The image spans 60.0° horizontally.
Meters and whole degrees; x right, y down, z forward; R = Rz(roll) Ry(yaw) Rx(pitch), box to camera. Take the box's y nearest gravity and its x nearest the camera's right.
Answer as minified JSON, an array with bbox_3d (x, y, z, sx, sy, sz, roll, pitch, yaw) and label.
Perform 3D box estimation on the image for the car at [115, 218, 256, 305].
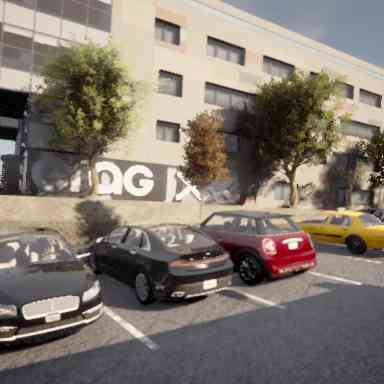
[{"bbox_3d":[-1.057,1.460,8.205,2.231,1.521,4.892,0,0,-36],"label":"car"}]

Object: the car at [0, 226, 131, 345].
[{"bbox_3d":[-3.339,1.476,6.592,2.231,1.521,4.892,0,0,-35],"label":"car"}]

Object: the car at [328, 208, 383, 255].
[{"bbox_3d":[5.654,1.408,13.227,1.946,1.575,5.366,0,0,-35],"label":"car"}]

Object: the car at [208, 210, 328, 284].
[{"bbox_3d":[1.230,1.317,9.805,2.185,1.767,4.553,0,0,-35],"label":"car"}]
